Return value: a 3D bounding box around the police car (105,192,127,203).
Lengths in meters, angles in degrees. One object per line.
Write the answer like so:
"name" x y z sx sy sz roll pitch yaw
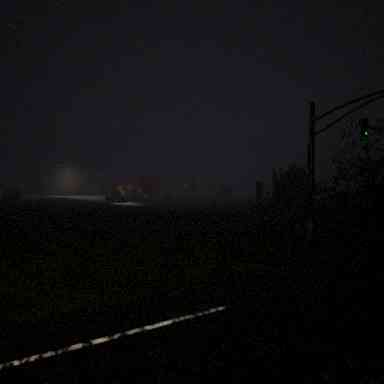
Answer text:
"police car" -11.432 0.799 50.030 2.038 1.542 4.974 1 0 -32
